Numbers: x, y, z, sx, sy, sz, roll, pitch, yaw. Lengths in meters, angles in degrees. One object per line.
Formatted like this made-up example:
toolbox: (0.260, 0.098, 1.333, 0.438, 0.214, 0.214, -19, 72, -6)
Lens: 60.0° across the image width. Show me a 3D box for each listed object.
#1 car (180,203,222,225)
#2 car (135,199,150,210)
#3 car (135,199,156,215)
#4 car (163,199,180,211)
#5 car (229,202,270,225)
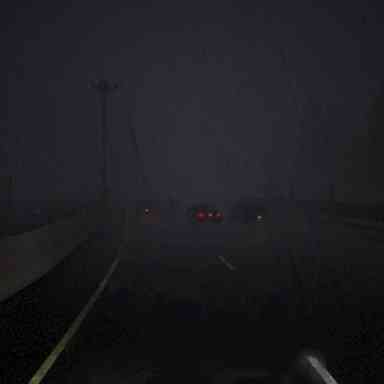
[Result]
car: (0.709, 1.547, 24.041, 2.033, 1.411, 5.357, 0, 0, -11)
car: (-6.714, 1.601, 44.614, 1.895, 1.301, 4.718, 0, 0, -11)
car: (-4.792, 1.505, 34.380, 1.837, 1.490, 4.892, 0, 0, -11)
car: (-2.370, 1.547, 40.456, 2.033, 1.411, 5.357, 0, 0, -11)
car: (4.145, 1.504, 24.518, 1.837, 1.490, 4.892, 0, 0, -10)
